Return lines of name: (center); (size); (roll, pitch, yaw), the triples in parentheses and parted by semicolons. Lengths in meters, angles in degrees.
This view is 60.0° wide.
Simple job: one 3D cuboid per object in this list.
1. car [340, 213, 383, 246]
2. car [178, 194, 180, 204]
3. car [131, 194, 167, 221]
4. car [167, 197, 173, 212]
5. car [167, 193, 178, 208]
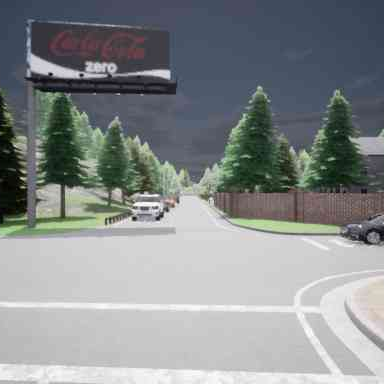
car: (9.633, 1.681, 15.768); (4.892, 1.490, 1.837); (0, 0, 1)
car: (-3.458, 1.216, 63.404); (2.150, 2.045, 5.566); (0, 0, 0)
car: (-3.587, 1.221, 27.822); (2.150, 2.045, 5.566); (0, 0, 0)
car: (-3.573, 1.563, 37.601); (1.994, 1.385, 4.181); (0, 0, 0)
car: (-3.558, 1.351, 47.794); (2.097, 1.767, 4.553); (0, 0, 0)
